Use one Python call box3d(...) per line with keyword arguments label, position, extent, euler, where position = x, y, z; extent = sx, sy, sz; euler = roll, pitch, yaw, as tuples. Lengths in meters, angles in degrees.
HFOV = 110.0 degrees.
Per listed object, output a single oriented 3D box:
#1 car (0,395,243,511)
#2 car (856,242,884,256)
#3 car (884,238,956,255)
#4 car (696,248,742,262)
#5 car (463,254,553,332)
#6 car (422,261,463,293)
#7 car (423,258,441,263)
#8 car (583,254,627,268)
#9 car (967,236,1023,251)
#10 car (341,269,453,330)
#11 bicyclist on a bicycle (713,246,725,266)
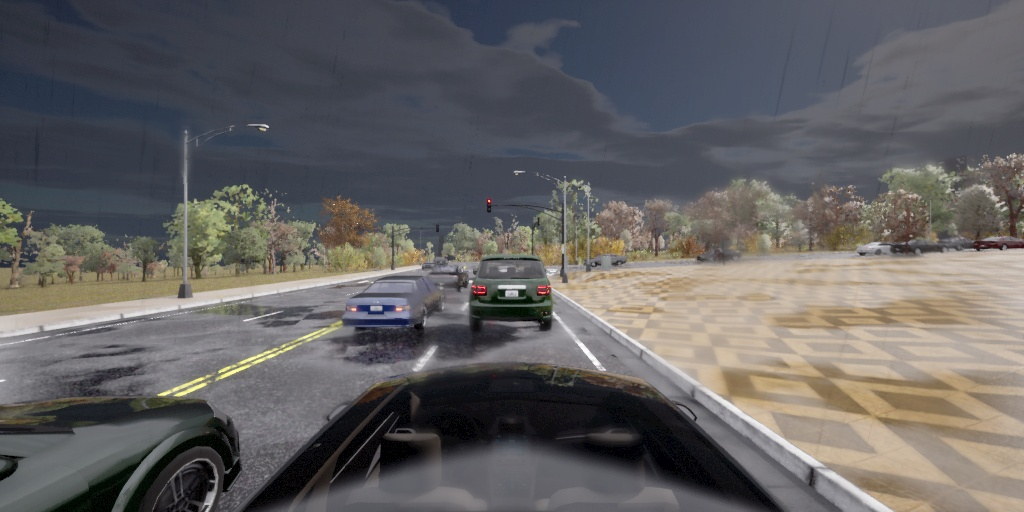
box3d(label="car", position=(-3.170, 1.314, 1.157), extent=(1.994, 1.385, 4.181), euler=(0, 0, 0))
box3d(label="car", position=(40.587, -0.804, 39.485), extent=(4.674, 1.442, 1.812), euler=(-3, 0, -6))
box3d(label="car", position=(41.249, -0.877, 36.286), extent=(5.008, 1.535, 1.882), euler=(-3, 0, -5))
box3d(label="car", position=(23.887, -0.079, 41.499), extent=(4.892, 1.490, 1.837), euler=(-4, 0, -4))
box3d(label="car", position=(-0.060, 0.977, 11.089), extent=(2.150, 2.045, 5.566), euler=(0, 0, -1))
box3d(label="car", position=(-3.617, 1.257, 20.839), extent=(2.128, 1.511, 4.902), euler=(0, 0, 0))
box3d(label="car", position=(-12.527, 1.407, 54.823), extent=(1.994, 1.385, 4.181), euler=(0, 0, -5))
box3d(label="car", position=(10.551, 0.519, 40.769), extent=(4.902, 1.511, 2.128), euler=(-3, 0, -3))
box3d(label="car", position=(51.168, -1.314, 37.416), extent=(5.008, 1.535, 1.882), euler=(-3, 0, -7))
box3d(label="car", position=(-3.308, 1.303, 11.092), extent=(2.033, 1.411, 5.357), euler=(0, 0, -1))
box3d(label="bicyclist on a bicycle", position=(17.409, 0.005, 30.187), extent=(0.582, 1.620, 1.656), euler=(-2, 0, -3))
